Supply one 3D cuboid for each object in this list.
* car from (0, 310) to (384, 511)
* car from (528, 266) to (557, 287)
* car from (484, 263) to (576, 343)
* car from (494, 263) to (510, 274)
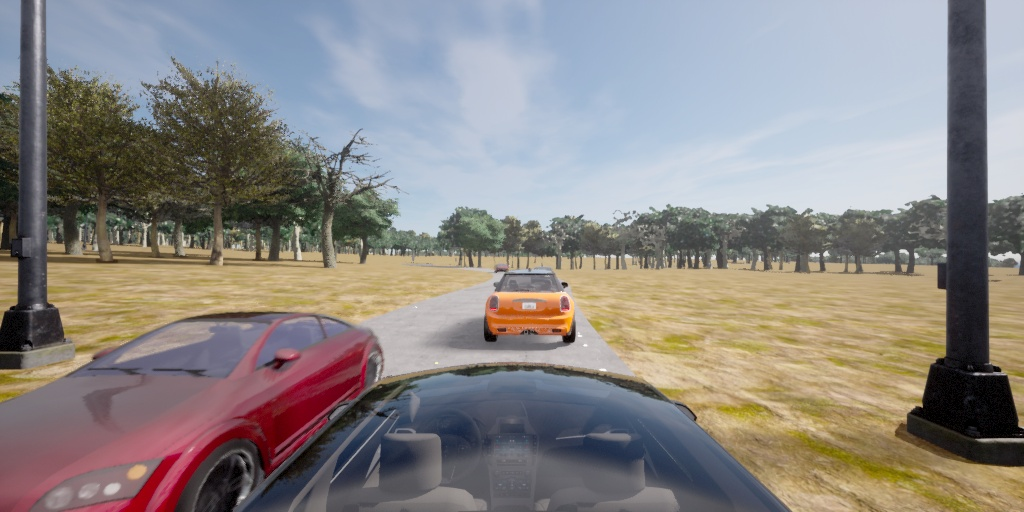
[{"bbox_3d":[-2.965,1.316,3.780,1.994,1.385,4.181,0,0,1],"label":"car"},{"bbox_3d":[2.430,1.529,28.206,2.033,1.411,5.357,0,-1,5],"label":"car"},{"bbox_3d":[0.520,1.130,9.991,2.097,1.767,4.553,0,0,4],"label":"car"},{"bbox_3d":[-1.536,1.829,54.365,1.882,1.535,5.008,0,-1,-8],"label":"car"}]
